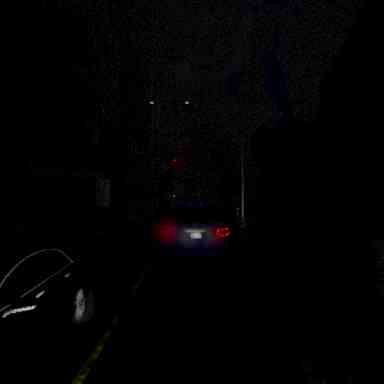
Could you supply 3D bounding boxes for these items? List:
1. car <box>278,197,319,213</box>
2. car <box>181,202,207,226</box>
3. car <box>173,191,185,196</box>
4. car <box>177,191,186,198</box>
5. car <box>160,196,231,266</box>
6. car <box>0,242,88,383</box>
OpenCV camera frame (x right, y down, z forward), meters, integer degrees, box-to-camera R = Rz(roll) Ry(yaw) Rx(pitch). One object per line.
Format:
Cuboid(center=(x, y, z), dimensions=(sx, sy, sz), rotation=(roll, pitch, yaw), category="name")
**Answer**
Cuboid(center=(12.779, 1.496, 39.099), dimensions=(5.009, 1.841, 2.192), rotation=(1, 0, 0), category="car")
Cuboid(center=(0.099, 1.596, 25.792), dimensions=(1.837, 1.490, 4.892), rotation=(0, 0, -1), category="car")
Cuboid(center=(-2.651, 0.782, 66.956), dimensions=(2.097, 1.767, 4.553), rotation=(0, 1, 0), category="car")
Cuboid(center=(-2.613, 0.519, 82.394), dimensions=(2.128, 1.511, 4.902), rotation=(0, 2, 0), category="car")
Cuboid(center=(0.096, 1.311, 11.985), dimensions=(2.150, 2.045, 5.566), rotation=(0, 0, 0), category="car")
Cuboid(center=(-2.844, 1.541, 4.378), dimensions=(1.837, 1.490, 4.892), rotation=(0, -1, 0), category="car")
